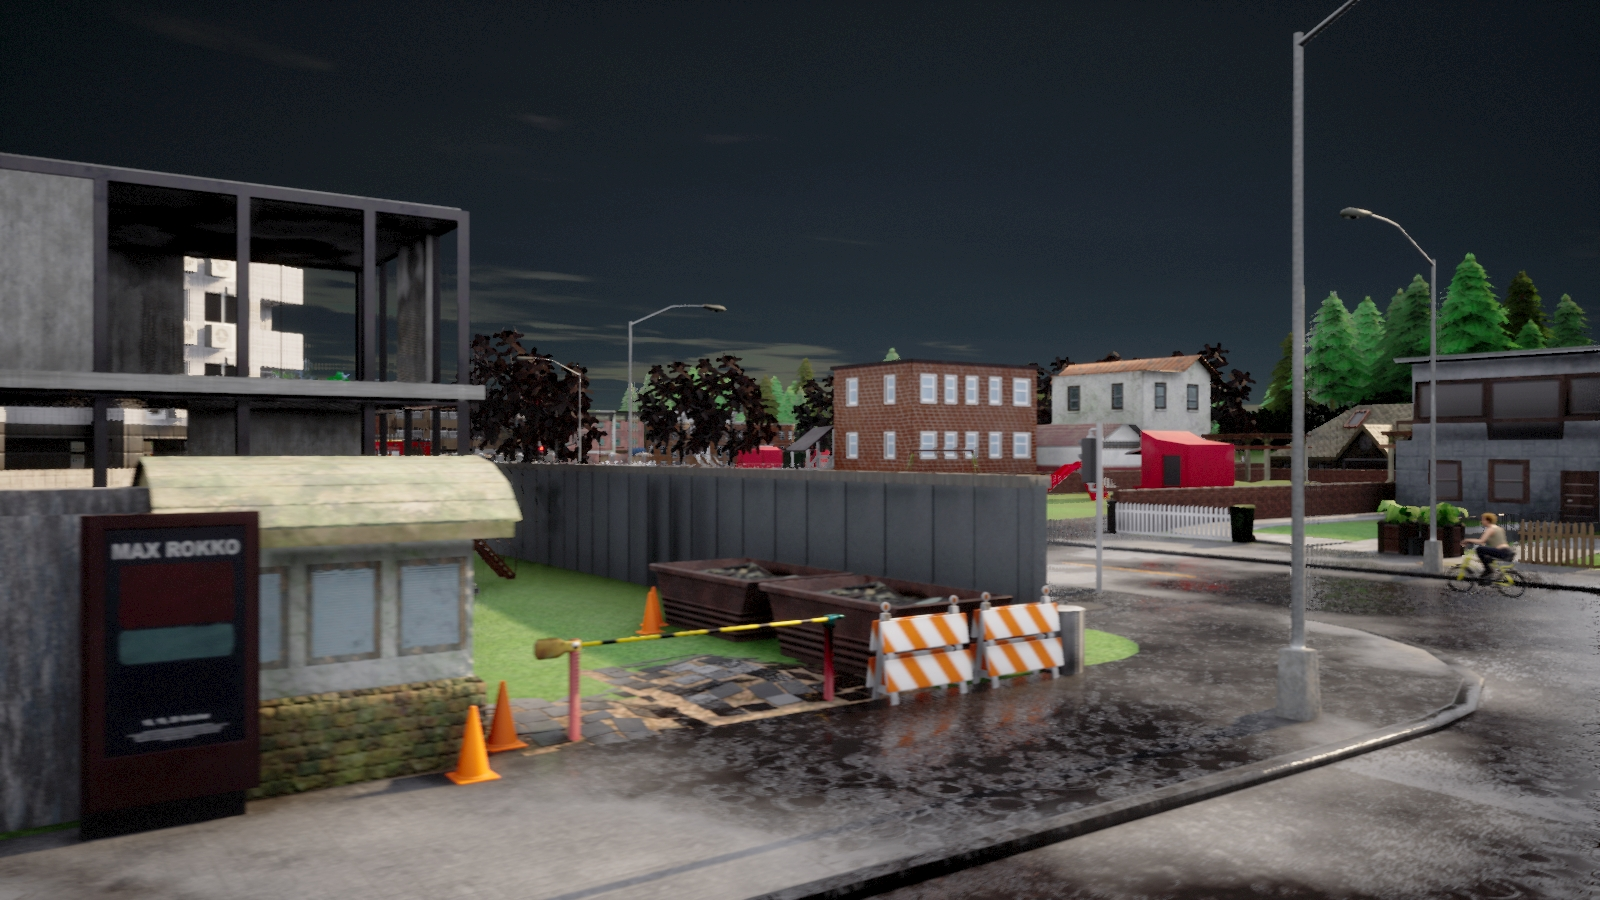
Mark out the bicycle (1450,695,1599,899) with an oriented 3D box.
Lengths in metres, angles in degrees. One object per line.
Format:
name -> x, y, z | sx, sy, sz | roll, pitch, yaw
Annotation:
bicycle -> 3.787, 2.060, 5.585 | 1.835, 1.471, 0.329 | 0, 0, -36
